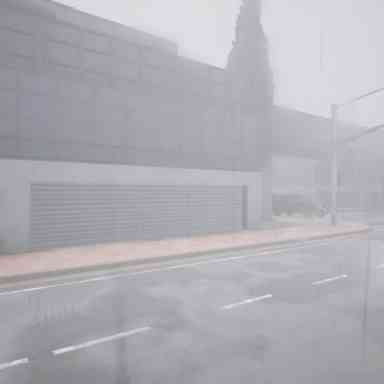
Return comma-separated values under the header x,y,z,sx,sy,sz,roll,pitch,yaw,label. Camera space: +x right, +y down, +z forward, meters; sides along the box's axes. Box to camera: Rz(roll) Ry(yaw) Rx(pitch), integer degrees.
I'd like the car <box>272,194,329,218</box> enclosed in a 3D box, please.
x,y,z,sx,sy,sz,roll,pitch,yaw,label
9.615,1.222,30.422,2.150,2.045,5.566,0,0,-37,car

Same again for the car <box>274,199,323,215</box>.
x,y,z,sx,sy,sz,roll,pitch,yaw,label
10.960,1.526,34.480,1.812,1.442,4.674,0,0,-37,car
